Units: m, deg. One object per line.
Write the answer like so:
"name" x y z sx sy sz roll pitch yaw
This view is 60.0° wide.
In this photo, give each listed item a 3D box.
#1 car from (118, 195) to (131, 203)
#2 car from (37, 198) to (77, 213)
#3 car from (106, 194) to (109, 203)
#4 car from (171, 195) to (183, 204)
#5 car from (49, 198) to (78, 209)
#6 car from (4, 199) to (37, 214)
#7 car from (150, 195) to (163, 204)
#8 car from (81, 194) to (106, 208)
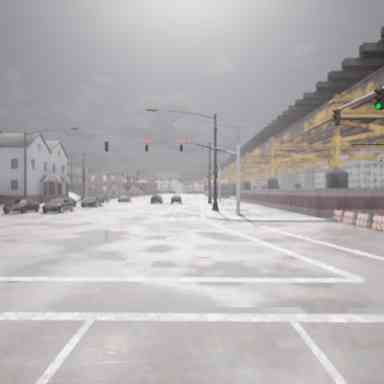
"car" -13.148 1.351 64.886 1.812 1.442 4.674 0 0 2
"car" -13.931 1.411 34.900 1.837 1.490 4.892 0 0 1
"car" -16.764 1.188 61.119 2.097 1.767 4.553 0 0 2
"car" -2.762 1.345 59.327 1.837 1.490 4.892 0 0 1
"car" -17.195 1.480 44.747 1.895 1.301 4.718 0 0 2
"car" -17.446 1.433 34.397 1.812 1.442 4.674 0 0 1
"car" -6.261 1.318 59.409 1.882 1.535 5.008 0 0 1
"car" -13.675 1.383 45.520 1.837 1.490 4.892 0 0 2
